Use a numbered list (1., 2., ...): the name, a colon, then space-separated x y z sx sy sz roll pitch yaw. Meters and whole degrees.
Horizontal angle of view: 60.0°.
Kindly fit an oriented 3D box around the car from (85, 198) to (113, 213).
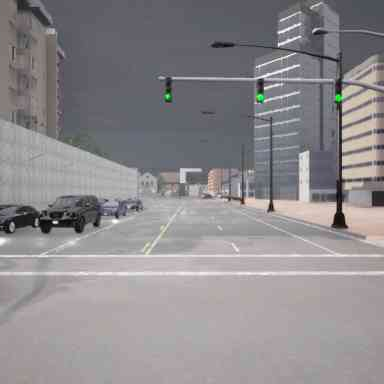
1. car: -10.609 1.505 38.305 1.837 1.490 4.892 0 0 0

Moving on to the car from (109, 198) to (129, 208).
1. car: -10.576 1.601 48.365 1.895 1.301 4.718 0 0 0

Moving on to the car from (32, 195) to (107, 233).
1. car: -7.104 1.221 20.051 2.150 2.045 5.566 0 0 0

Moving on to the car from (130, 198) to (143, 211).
1. car: -7.107 1.491 40.034 2.128 1.511 4.902 0 0 0

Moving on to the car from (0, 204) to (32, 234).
1. car: -10.608 1.505 19.419 1.837 1.490 4.892 0 0 0

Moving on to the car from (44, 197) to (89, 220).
1. car: -10.611 1.352 28.487 2.097 1.767 4.553 0 0 0

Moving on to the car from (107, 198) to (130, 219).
1. car: -7.111 1.526 29.692 1.812 1.442 4.674 0 0 0
